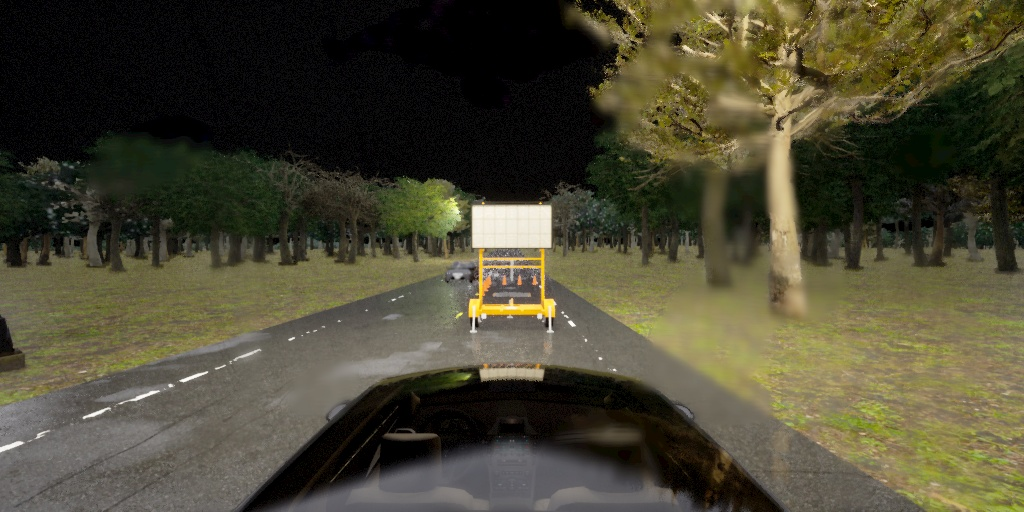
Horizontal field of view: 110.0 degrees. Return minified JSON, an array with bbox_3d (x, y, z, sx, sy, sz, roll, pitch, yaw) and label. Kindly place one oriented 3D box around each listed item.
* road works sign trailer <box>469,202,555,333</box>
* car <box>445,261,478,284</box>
[{"bbox_3d":[-0.004,0.194,10.718,2.380,3.560,2.880,0,0,0],"label":"road works sign trailer"},{"bbox_3d":[-3.510,1.102,25.560,2.128,1.511,4.902,0,1,0],"label":"car"}]
